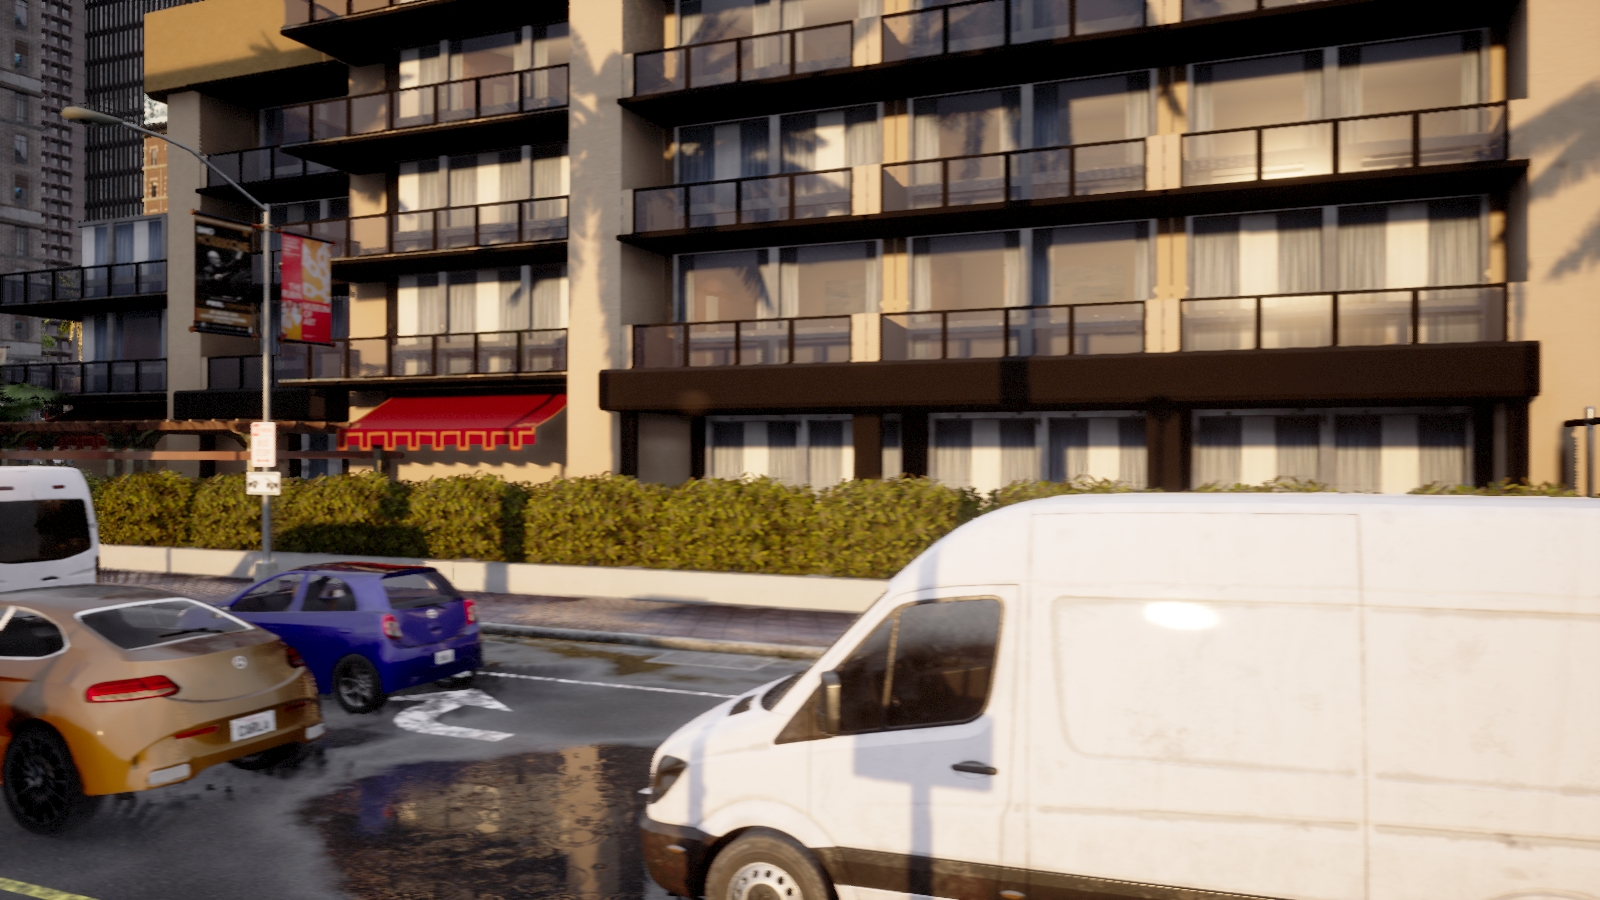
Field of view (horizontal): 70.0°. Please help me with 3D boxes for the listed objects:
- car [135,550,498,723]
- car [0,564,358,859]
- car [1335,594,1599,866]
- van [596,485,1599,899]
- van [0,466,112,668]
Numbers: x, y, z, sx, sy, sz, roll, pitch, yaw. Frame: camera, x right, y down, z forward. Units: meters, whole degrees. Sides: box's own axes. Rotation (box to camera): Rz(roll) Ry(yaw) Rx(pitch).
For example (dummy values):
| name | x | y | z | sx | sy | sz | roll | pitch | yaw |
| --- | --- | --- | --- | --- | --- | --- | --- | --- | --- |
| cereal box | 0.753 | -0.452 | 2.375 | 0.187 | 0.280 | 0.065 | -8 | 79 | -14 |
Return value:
| name | x | y | z | sx | sy | sz | roll | pitch | yaw |
| --- | --- | --- | --- | --- | --- | --- | --- | --- | --- |
| car | -5.568 | 2.040 | 13.214 | 3.633 | 1.501 | 1.845 | 0 | 0 | 23 |
| car | -6.548 | 1.993 | 9.825 | 5.027 | 1.651 | 2.152 | 0 | 0 | 22 |
| car | 6.807 | 2.036 | 8.359 | 5.006 | 1.535 | 2.097 | 0 | 0 | 17 |
| van | 1.962 | 1.535 | 6.404 | 5.915 | 2.561 | 1.988 | 0 | 0 | 20 |
| van | -12.751 | 1.533 | 16.219 | 5.915 | 2.561 | 1.988 | -1 | 0 | 23 |
